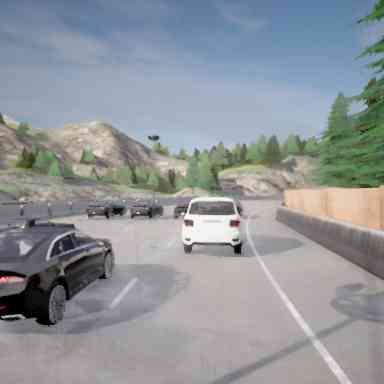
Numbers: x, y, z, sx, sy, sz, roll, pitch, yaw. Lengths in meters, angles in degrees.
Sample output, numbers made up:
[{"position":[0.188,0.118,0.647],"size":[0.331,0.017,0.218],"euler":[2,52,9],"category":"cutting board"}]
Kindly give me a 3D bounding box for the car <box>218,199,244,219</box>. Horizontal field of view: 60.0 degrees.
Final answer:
[{"position":[3.650,1.488,30.369],"size":[1.882,1.535,5.008],"euler":[0,0,12],"category":"car"}]

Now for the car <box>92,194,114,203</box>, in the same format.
[{"position":[-17.819,1.318,66.885],"size":[2.097,1.767,4.553],"euler":[0,0,22],"category":"car"}]

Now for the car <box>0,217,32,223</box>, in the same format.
[{"position":[-6.218,1.587,12.606],"size":[1.895,1.301,4.718],"euler":[0,0,5],"category":"car"}]

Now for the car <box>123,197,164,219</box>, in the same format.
[{"position":[-3.811,1.484,28.928],"size":[2.128,1.511,4.902],"euler":[0,0,11],"category":"car"}]

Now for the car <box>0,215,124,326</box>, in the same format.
[{"position":[-3.099,1.485,7.067],"size":[2.128,1.511,4.902],"euler":[0,0,3],"category":"car"}]

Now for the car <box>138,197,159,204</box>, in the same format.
[{"position":[-8.185,1.585,62.711],"size":[1.895,1.301,4.718],"euler":[0,0,23],"category":"car"}]

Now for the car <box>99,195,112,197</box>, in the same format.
[{"position":[-15.664,1.493,62.938],"size":[1.812,1.442,4.674],"euler":[0,0,22],"category":"car"}]

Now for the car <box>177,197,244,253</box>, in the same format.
[{"position":[0.924,1.224,13.841],"size":[2.150,2.045,5.566],"euler":[0,0,6],"category":"car"}]

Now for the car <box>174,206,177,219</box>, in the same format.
[{"position":[-0.242,1.506,28.938],"size":[1.837,1.490,4.892],"euler":[0,0,11],"category":"car"}]

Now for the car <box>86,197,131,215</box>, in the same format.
[{"position":[-7.362,1.476,28.978],"size":[2.128,1.511,4.902],"euler":[0,0,11],"category":"car"}]
